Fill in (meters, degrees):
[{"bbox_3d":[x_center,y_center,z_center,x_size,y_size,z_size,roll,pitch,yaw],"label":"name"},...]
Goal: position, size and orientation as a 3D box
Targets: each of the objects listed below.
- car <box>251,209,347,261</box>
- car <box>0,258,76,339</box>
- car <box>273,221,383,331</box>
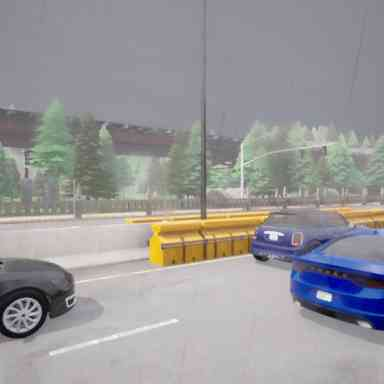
[{"bbox_3d":[4.121,1.350,10.980,4.553,1.767,2.097,0,0,-35],"label":"car"},{"bbox_3d":[-4.304,1.505,4.976,4.892,1.490,1.837,0,0,-35],"label":"car"},{"bbox_3d":[4.084,1.476,6.656,5.008,1.535,1.882,0,0,-36],"label":"car"}]
